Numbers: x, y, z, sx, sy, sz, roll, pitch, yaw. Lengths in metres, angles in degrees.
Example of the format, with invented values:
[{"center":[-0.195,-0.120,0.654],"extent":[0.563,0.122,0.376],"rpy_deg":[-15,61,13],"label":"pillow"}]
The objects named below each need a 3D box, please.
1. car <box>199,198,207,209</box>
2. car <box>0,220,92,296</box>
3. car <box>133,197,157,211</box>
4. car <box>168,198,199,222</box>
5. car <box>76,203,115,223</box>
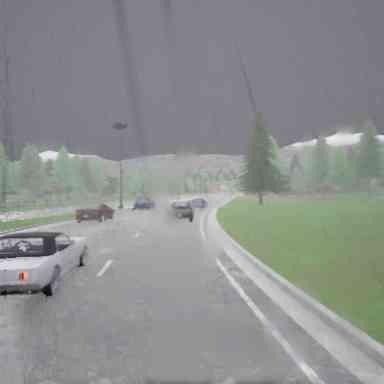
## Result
[{"center":[0.904,1.514,43.981],"extent":[2.033,1.411,5.357],"rpy_deg":[-1,0,9],"label":"car"},{"center":[-4.070,1.683,8.691],"extent":[1.895,1.301,4.718],"rpy_deg":[-1,0,-5],"label":"car"},{"center":[-6.143,1.466,43.848],"extent":[2.097,1.767,4.553],"rpy_deg":[-1,0,8],"label":"car"},{"center":[-0.778,1.499,26.469],"extent":[2.128,1.511,4.902],"rpy_deg":[-1,0,2],"label":"car"},{"center":[-7.762,1.631,27.108],"extent":[1.882,1.535,5.008],"rpy_deg":[-1,0,2],"label":"car"}]
